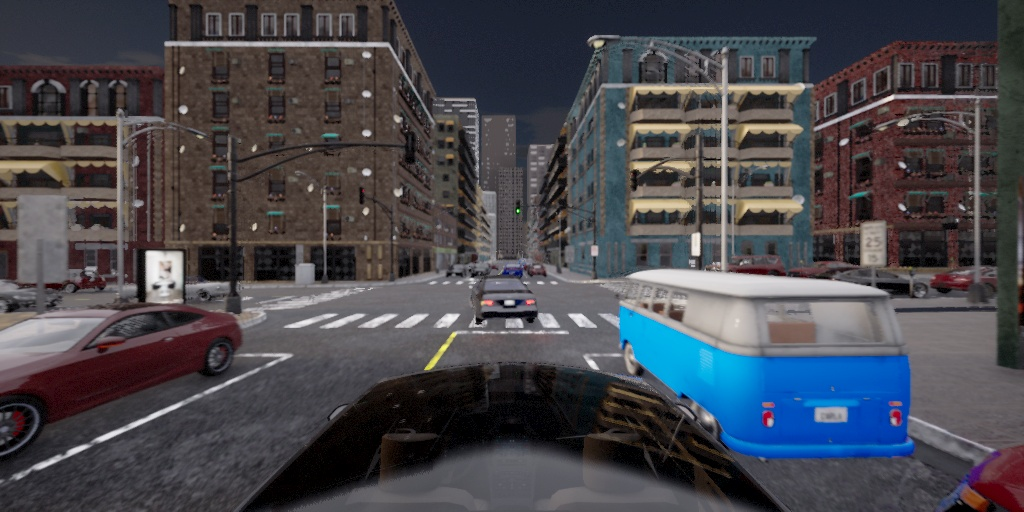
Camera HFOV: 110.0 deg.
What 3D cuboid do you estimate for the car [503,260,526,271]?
[{"bbox_3d":[0.099,1.398,35.277,1.882,1.535,5.008,0,0,0],"label":"car"}]

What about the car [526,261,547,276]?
[{"bbox_3d":[2.688,1.514,37.256,1.802,1.307,4.207,0,0,0],"label":"car"}]

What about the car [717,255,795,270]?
[{"bbox_3d":[15.771,0.895,24.418,5.009,1.841,2.192,0,0,0],"label":"car"}]

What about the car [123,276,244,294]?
[{"bbox_3d":[-16.680,1.666,18.413,4.718,1.301,1.895,-1,0,-1],"label":"car"}]

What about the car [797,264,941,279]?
[{"bbox_3d":[15.793,1.169,16.037,4.313,1.339,1.948,0,0,0],"label":"car"}]

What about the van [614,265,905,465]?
[{"bbox_3d":[2.688,1.106,4.862,1.690,1.789,3.998,0,0,0],"label":"van"}]

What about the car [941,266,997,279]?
[{"bbox_3d":[21.363,1.105,16.077,4.207,1.307,1.802,0,0,0],"label":"car"}]

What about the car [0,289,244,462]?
[{"bbox_3d":[-5.693,1.347,4.863,1.802,1.307,4.207,0,0,0],"label":"car"}]

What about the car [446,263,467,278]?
[{"bbox_3d":[-5.693,1.497,37.268,1.948,1.339,4.313,0,0,0],"label":"car"}]

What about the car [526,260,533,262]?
[{"bbox_3d":[2.688,1.527,42.779,1.948,1.339,4.313,0,0,0],"label":"car"}]

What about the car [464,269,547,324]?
[{"bbox_3d":[-0.452,1.349,12.348,2.033,1.411,5.357,0,0,-9],"label":"car"}]

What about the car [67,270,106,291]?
[{"bbox_3d":[-30.262,1.686,24.213,4.097,1.591,1.967,0,0,0],"label":"car"}]

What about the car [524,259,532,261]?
[{"bbox_3d":[2.688,1.568,53.826,1.888,1.381,4.507,0,0,0],"label":"car"}]

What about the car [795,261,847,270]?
[{"bbox_3d":[21.342,1.045,24.458,4.507,1.381,1.888,0,0,0],"label":"car"}]

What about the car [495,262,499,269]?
[{"bbox_3d":[-3.042,1.634,55.793,1.895,1.301,4.718,0,0,1],"label":"car"}]

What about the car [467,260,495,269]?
[{"bbox_3d":[-3.091,1.432,36.613,1.837,1.490,4.892,0,0,0],"label":"car"}]

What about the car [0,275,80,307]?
[{"bbox_3d":[-22.394,1.707,15.630,4.403,1.370,2.007,0,0,0],"label":"car"}]
